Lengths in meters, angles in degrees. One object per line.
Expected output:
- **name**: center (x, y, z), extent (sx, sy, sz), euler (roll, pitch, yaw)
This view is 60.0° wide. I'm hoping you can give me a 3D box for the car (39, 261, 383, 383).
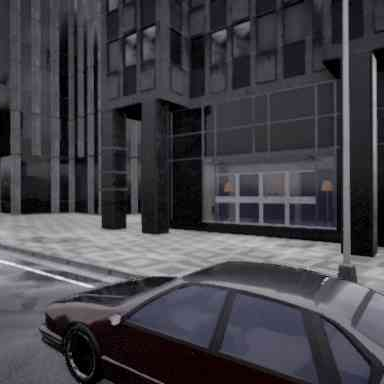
- **car**: center (0.578, 1.537, 3.591), extent (5.357, 1.411, 2.033), euler (0, 0, 36)
